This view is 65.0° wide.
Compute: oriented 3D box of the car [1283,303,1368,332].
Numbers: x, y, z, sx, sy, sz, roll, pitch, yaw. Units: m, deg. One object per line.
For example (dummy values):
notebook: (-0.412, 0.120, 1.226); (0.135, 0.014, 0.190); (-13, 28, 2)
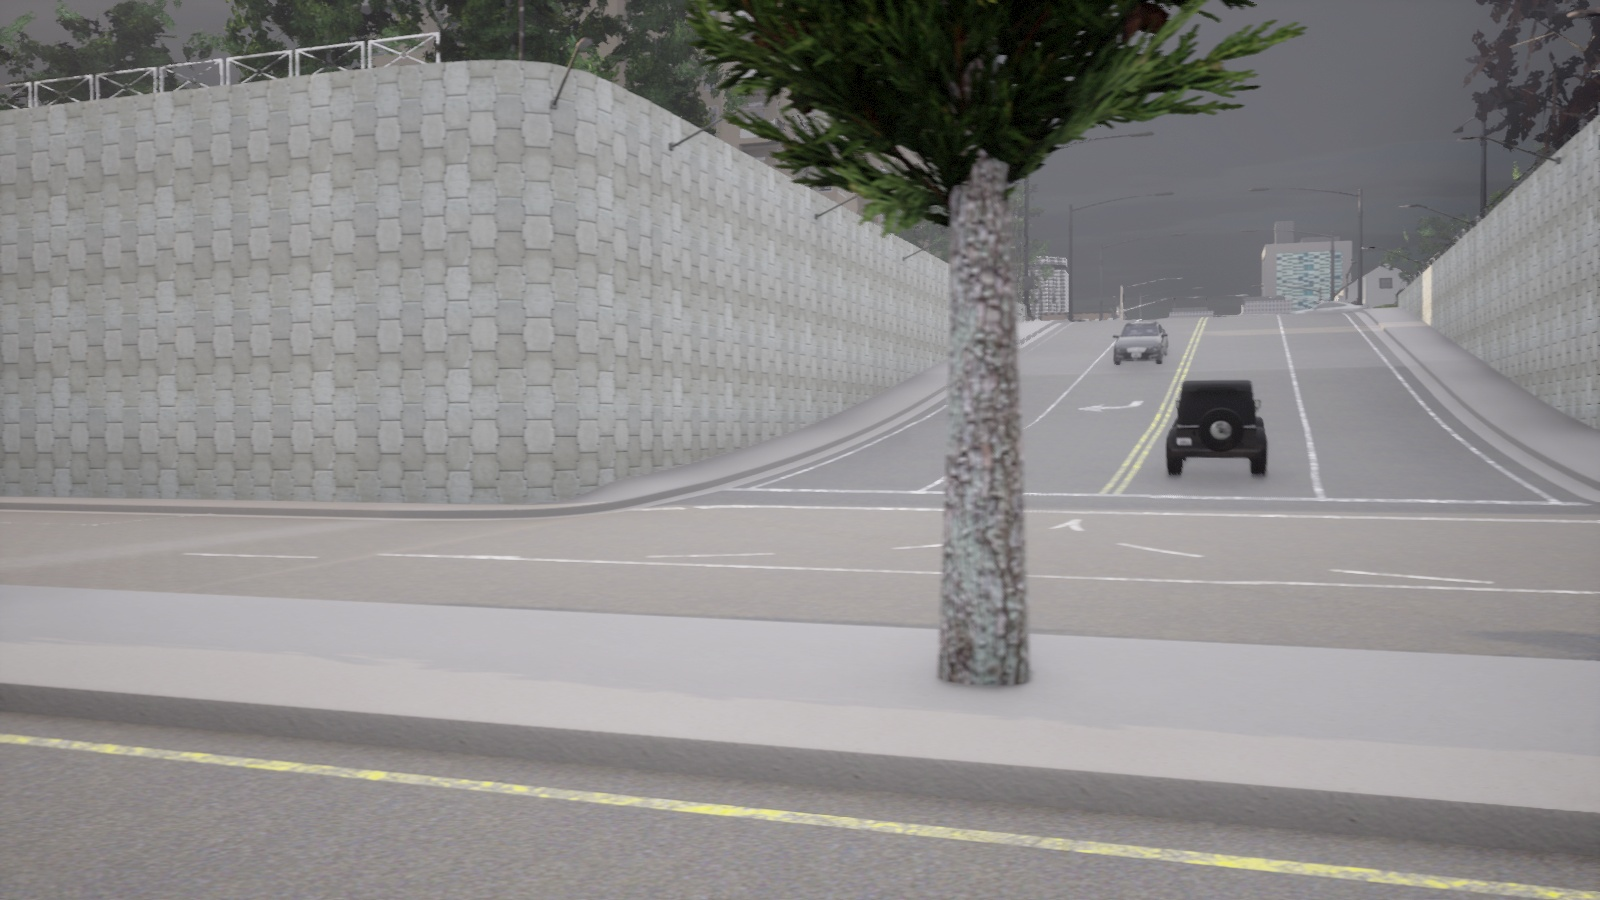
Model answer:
car: (32.817, -8.253, 78.446); (4.674, 1.442, 1.812); (0, 2, 30)

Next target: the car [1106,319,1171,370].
car: (13.621, -4.253, 50.297); (2.128, 1.511, 4.902); (1, 11, 20)

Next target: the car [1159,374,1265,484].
car: (8.565, -0.515, 26.011); (1.905, 1.878, 3.866); (1, 7, 19)
